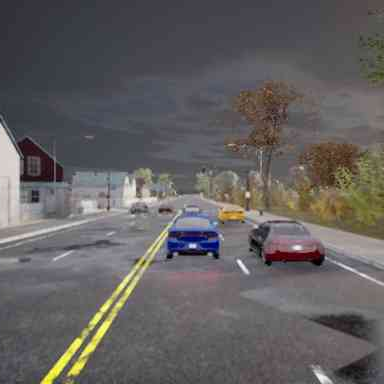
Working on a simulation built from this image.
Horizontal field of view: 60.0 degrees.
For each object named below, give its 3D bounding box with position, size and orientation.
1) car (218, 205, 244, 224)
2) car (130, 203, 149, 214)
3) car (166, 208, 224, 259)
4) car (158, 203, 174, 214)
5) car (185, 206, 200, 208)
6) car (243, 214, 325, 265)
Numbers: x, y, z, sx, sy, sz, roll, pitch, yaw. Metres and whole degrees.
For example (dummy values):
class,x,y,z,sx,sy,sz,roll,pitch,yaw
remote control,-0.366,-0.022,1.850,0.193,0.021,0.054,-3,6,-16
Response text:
class,x,y,z,sx,sy,sz,roll,pitch,yaw
car,3.298,1.833,28.564,1.882,1.535,5.008,0,0,1
car,-6.557,2.080,41.948,1.994,1.385,4.181,0,-1,1
car,0.050,1.648,13.475,1.882,1.535,5.008,0,0,1
car,-3.301,2.124,42.679,1.895,1.301,4.718,0,-1,1
car,0.042,1.874,27.960,1.812,1.442,4.674,0,0,1
car,3.290,1.721,12.335,1.994,1.385,4.181,0,-1,1
